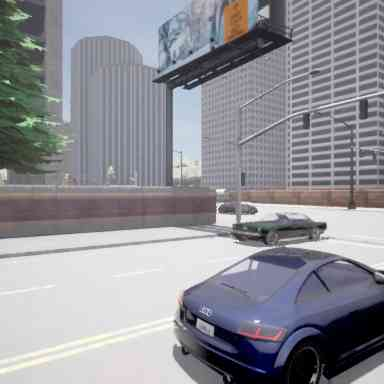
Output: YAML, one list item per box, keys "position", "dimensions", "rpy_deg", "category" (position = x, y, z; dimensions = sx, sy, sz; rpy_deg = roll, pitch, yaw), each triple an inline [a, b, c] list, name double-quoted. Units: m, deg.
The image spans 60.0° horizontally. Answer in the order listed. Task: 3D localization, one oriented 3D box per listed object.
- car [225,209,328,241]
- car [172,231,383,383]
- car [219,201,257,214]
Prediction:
- position: [4.025, 1.601, 15.140]
  dimensions: [4.718, 1.301, 1.895]
  rpy_deg: [0, 0, -35]
  category: "car"
- position: [1.796, 1.564, 5.074]
  dimensions: [4.181, 1.385, 1.994]
  rpy_deg: [0, 0, -35]
  category: "car"
- position: [4.582, 1.563, 33.008]
  dimensions: [1.994, 1.385, 4.181]
  rpy_deg: [0, 0, -35]
  category: "car"
